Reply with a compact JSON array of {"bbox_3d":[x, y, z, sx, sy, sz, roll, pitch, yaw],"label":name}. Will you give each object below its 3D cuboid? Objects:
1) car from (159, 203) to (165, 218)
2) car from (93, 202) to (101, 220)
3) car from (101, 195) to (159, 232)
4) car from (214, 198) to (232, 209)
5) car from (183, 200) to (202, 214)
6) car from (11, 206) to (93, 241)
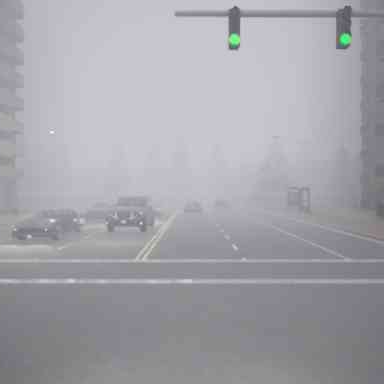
[{"bbox_3d":[-3.546,1.620,30.382,1.895,1.301,4.718,0,0,1],"label":"car"},{"bbox_3d":[-7.067,1.495,26.992,1.882,1.535,5.008,0,0,0],"label":"car"},{"bbox_3d":[-3.601,1.234,20.408,2.150,2.045,5.566,0,0,1],"label":"car"},{"bbox_3d":[4.276,1.530,45.738,1.837,1.490,4.892,-1,0,15],"label":"car"},{"bbox_3d":[0.097,1.586,35.897,1.994,1.385,4.181,0,0,0],"label":"car"},{"bbox_3d":[-7.096,1.559,17.168,2.033,1.411,5.357,0,0,0],"label":"car"}]
